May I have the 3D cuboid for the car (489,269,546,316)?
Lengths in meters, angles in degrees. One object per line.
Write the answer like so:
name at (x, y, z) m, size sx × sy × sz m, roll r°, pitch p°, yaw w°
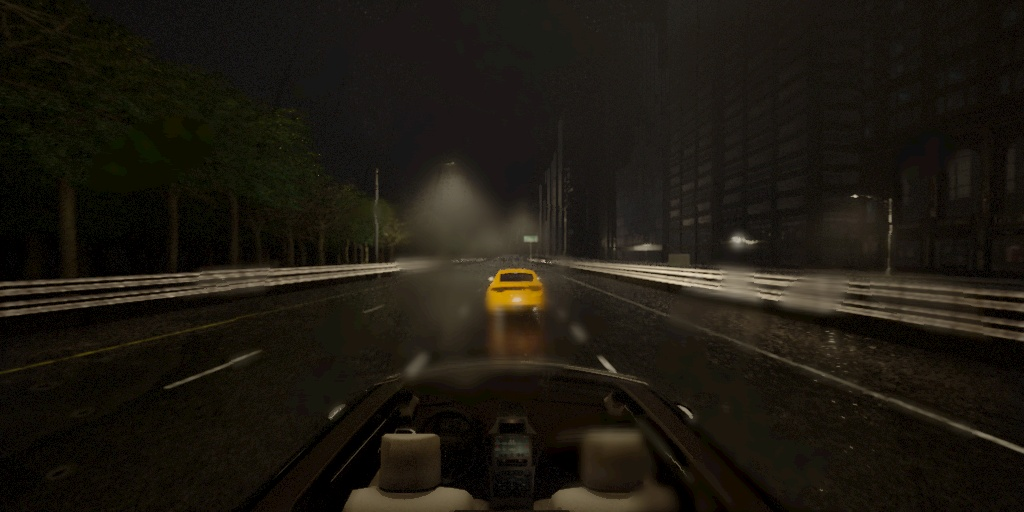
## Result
car at (0.141, 1.236, 13.631) m, size 1.882 × 1.535 × 5.008 m, roll 0°, pitch 0°, yaw -1°
